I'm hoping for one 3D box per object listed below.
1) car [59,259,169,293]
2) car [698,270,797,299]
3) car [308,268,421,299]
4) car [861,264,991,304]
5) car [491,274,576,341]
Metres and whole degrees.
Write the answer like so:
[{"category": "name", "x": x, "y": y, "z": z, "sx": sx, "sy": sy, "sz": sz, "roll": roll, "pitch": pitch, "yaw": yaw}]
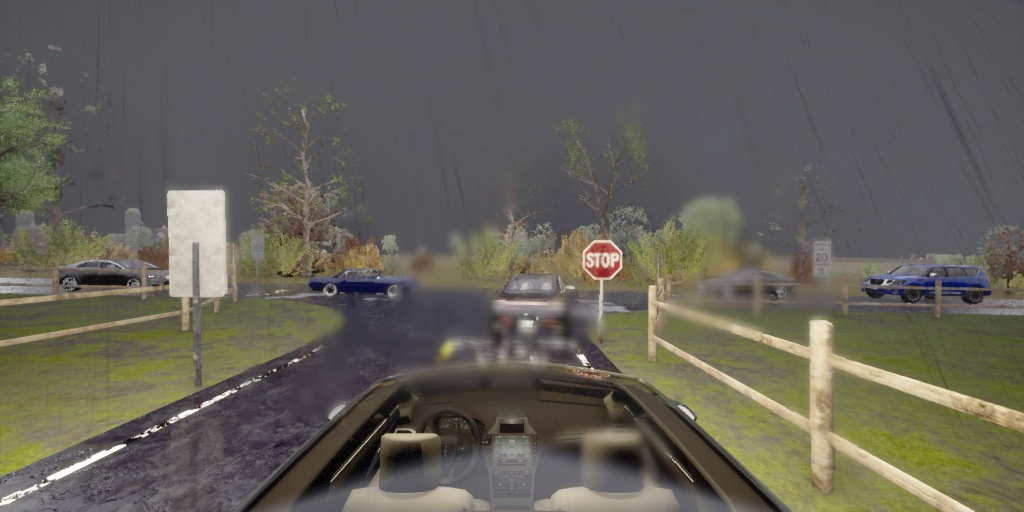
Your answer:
[{"category": "car", "x": -18.490, "y": 0.885, "z": 17.020, "sx": 4.902, "sy": 1.511, "sz": 2.128, "roll": 1, "pitch": 1, "yaw": 0}, {"category": "car", "x": 13.003, "y": 1.525, "z": 19.932, "sx": 4.902, "sy": 1.511, "sz": 2.128, "roll": 1, "pitch": 1, "yaw": 0}, {"category": "car", "x": -6.823, "y": 1.248, "z": 17.004, "sx": 4.718, "sy": 1.301, "sz": 1.895, "roll": 1, "pitch": 1, "yaw": 0}, {"category": "car", "x": 22.899, "y": 1.466, "z": 19.922, "sx": 5.566, "sy": 2.045, "sz": 2.150, "roll": 1, "pitch": 1, "yaw": 0}, {"category": "car", "x": 0.706, "y": 1.240, "z": 9.973, "sx": 2.128, "sy": 1.511, "sz": 4.902, "roll": 0, "pitch": 0, "yaw": 9}]
